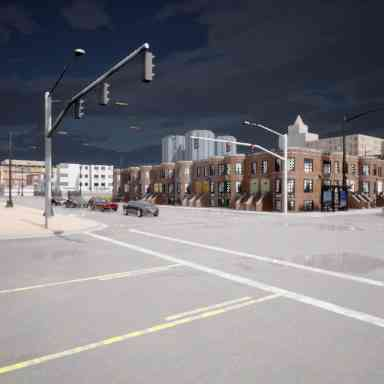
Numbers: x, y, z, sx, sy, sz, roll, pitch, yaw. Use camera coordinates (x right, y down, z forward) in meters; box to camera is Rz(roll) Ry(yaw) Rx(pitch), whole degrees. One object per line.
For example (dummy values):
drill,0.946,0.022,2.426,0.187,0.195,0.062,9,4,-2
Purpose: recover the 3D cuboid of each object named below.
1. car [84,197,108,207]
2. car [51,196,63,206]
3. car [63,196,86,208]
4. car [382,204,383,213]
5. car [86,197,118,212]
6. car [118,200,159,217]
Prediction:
car,-14.967,1.491,51.628,2.128,1.511,4.902,0,0,-36
car,-22.298,1.492,55.551,2.128,1.511,4.902,0,0,-35
car,-16.277,1.352,47.138,2.097,1.767,4.553,0,0,-36
car,20.214,1.222,31.415,5.566,2.045,2.150,0,0,-36
car,-10.331,1.601,38.889,1.895,1.301,4.718,0,0,-36
car,-4.866,1.505,31.318,1.837,1.490,4.892,0,0,-36
